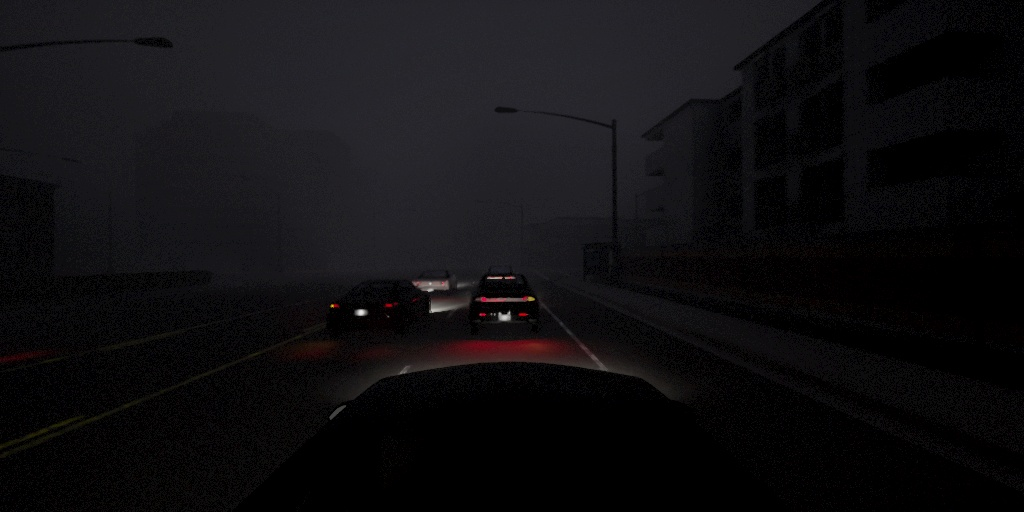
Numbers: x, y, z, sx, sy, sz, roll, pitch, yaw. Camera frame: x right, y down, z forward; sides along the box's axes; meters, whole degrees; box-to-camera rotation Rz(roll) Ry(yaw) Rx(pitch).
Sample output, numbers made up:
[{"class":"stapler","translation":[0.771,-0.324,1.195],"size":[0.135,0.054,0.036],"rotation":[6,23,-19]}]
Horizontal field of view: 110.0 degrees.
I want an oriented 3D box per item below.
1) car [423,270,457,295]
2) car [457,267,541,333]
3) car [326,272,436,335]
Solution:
[{"class":"car","translation":[-4.154,1.413,20.076],"size":[1.895,1.301,4.718],"rotation":[0,0,-3]},{"class":"car","translation":[-0.249,1.262,10.901],"size":[2.128,1.511,4.902],"rotation":[0,0,-2]},{"class":"car","translation":[-3.748,1.354,10.763],"size":[1.994,1.385,4.181],"rotation":[0,0,-2]}]
